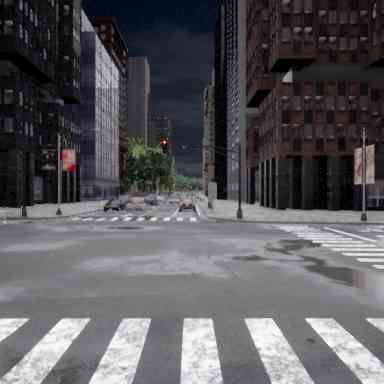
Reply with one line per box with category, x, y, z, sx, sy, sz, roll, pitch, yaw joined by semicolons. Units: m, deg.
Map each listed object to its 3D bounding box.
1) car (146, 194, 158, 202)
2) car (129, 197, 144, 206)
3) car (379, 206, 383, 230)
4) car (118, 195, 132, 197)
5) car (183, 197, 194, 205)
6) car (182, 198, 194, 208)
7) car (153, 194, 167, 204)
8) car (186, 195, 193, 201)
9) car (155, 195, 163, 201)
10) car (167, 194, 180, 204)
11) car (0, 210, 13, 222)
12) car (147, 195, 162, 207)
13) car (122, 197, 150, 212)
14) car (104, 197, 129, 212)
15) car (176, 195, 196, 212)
car;-9.213;1.395;76.999;2.192;1.841;5.009;0;0;0
car;-9.118;1.554;55.125;1.752;1.417;4.829;0;0;0
car;14.844;1.718;20.974;4.902;1.511;2.128;1;0;0
car;-9.073;1.322;44.443;2.192;1.841;5.009;0;0;0
car;-0.617;1.585;60.750;1.887;1.381;4.507;0;0;0
car;-0.570;1.600;49.900;1.802;1.307;4.206;0;0;0
car;-6.408;1.551;67.909;1.812;1.442;4.674;0;0;0
car;-0.758;1.669;93.300;1.887;1.381;4.507;0;0;0
car;-9.282;1.669;93.276;1.887;1.381;4.507;0;0;0
car;-3.398;1.653;65.653;1.895;1.301;4.718;0;0;0
car;-14.089;1.415;20.891;4.718;1.301;1.895;1;0;-10
car;-6.440;1.570;52.470;2.033;1.411;5.357;0;0;-1
car;-6.379;1.596;38.194;1.895;1.301;4.718;0;0;0
car;-9.049;1.563;39.017;1.947;1.339;4.313;0;0;0
car;-0.524;1.437;39.051;1.967;1.590;4.097;0;0;0
